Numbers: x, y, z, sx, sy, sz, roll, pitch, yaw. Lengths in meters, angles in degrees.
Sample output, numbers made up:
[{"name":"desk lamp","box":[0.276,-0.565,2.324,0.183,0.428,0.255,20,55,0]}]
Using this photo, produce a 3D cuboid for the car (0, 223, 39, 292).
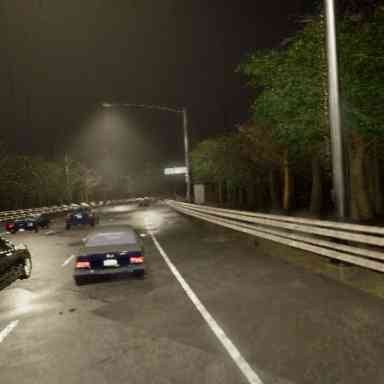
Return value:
[{"name":"car","box":[-5.408,1.825,8.118,1.837,1.490,4.892,-3,0,-12]}]

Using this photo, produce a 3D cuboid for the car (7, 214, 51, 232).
[{"name":"car","box":[-12.075,2.338,25.027,1.895,1.301,4.718,-3,0,-9]}]

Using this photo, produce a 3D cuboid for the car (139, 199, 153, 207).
[{"name":"car","box":[-9.891,2.353,69.452,1.994,1.385,4.181,-3,0,-2]}]

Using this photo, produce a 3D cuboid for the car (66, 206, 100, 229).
[{"name":"car","box":[-8.915,1.935,27.424,2.097,1.767,4.553,-3,0,-9]}]

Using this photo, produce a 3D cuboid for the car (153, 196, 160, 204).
[{"name":"car","box":[-10.417,2.436,89.023,1.994,1.385,4.181,-3,0,0]}]

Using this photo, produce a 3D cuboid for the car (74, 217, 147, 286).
[{"name":"car","box":[-2.389,1.720,10.166,2.033,1.411,5.357,-3,0,-11]}]
